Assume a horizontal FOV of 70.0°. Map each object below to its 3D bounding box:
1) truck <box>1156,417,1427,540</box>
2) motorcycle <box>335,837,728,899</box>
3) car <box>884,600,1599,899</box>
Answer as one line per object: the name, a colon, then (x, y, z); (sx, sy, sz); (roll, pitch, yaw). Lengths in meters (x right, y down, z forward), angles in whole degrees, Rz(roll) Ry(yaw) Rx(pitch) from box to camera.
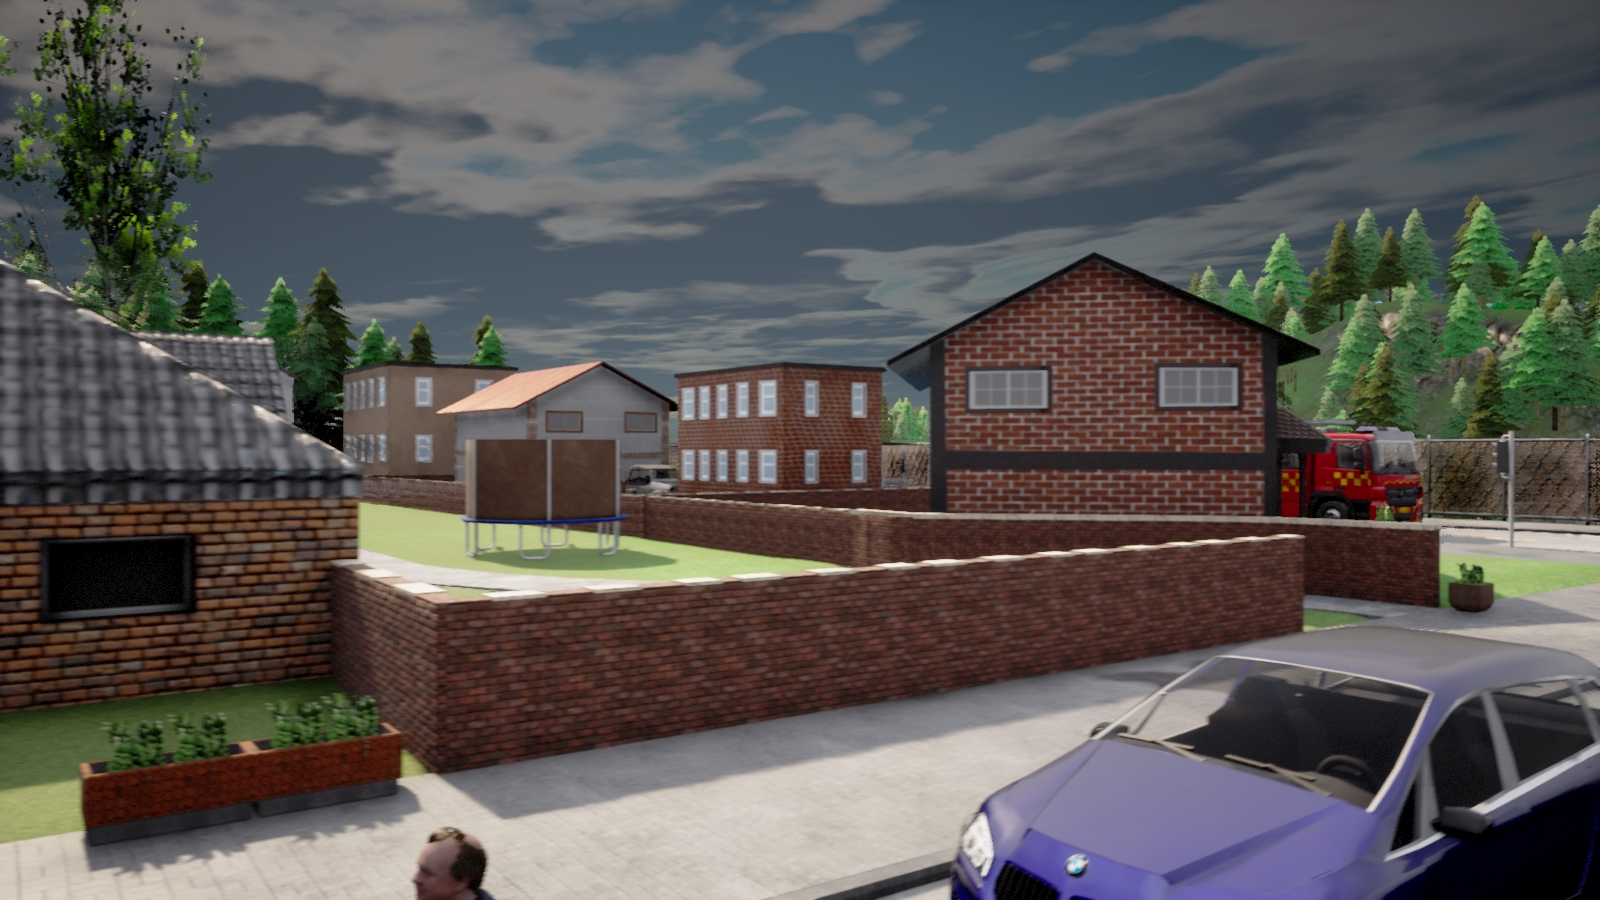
truck: (16.911, 0.891, 40.029); (2.891, 3.827, 8.468); (0, 0, -35)
motorcycle: (-1.161, 2.142, 3.507); (1.805, 1.316, 0.856); (0, 0, -36)
car: (2.971, 1.968, 6.410); (4.611, 1.667, 2.242); (0, 0, -35)
